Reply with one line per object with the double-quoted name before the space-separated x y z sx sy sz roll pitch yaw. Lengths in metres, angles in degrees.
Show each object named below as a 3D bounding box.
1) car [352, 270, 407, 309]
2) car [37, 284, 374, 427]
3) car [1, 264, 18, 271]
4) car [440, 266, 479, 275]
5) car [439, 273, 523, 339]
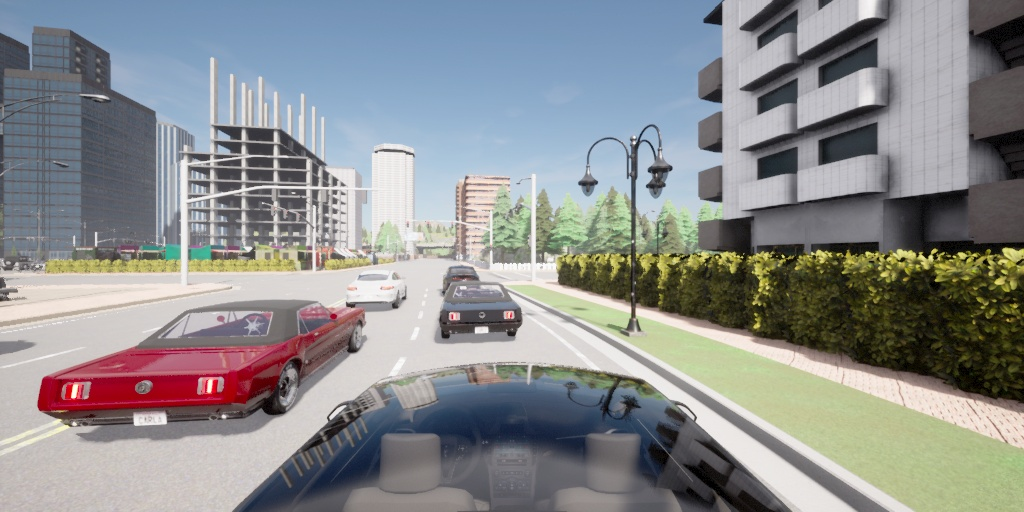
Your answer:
"car" -5.433 1.276 14.711 1.812 1.442 4.674 0 0 -11
"car" -3.905 1.351 5.826 1.895 1.301 4.718 0 0 -7
"car" -11.007 1.102 5.021 2.097 1.767 4.553 0 0 -7
"car" -2.769 1.255 19.226 1.837 1.490 4.892 0 0 -11
"car" -1.029 1.351 10.134 1.895 1.301 4.718 0 0 -9
